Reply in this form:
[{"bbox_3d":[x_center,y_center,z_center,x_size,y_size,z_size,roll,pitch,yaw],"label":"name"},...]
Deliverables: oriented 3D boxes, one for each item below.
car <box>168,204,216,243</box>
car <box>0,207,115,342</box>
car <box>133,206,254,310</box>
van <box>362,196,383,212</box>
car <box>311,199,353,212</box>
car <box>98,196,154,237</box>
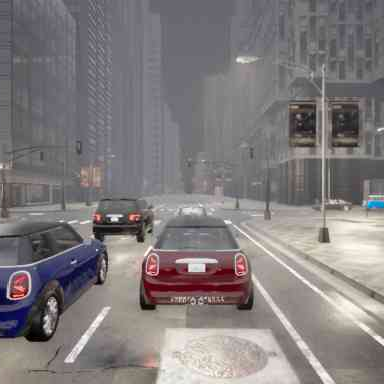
[{"bbox_3d":[0.050,1.491,17.147,2.128,1.511,4.902,0,0,2],"label":"car"},{"bbox_3d":[-3.166,1.352,6.640,2.097,1.767,4.553,0,0,0],"label":"car"},{"bbox_3d":[0.081,1.352,7.960,2.097,1.767,4.553,0,0,0],"label":"car"},{"bbox_3d":[21.407,1.292,37.556,3.998,1.788,1.690,0,0,0],"label":"van"},{"bbox_3d":[15.789,1.513,37.567,4.403,1.369,2.008,0,0,0],"label":"car"},{"bbox_3d":[-3.188,1.222,16.352,2.150,2.045,5.566,0,0,0],"label":"car"}]
